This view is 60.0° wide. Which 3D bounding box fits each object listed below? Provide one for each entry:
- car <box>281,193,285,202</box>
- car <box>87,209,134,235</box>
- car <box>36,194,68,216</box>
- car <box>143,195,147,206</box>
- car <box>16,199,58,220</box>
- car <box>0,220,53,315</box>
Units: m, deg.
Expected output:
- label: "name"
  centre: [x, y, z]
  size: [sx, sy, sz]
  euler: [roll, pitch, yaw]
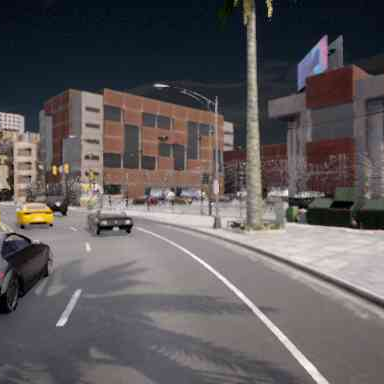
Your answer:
- label: "car"
  centre: [12.517, 1.278, 47.881]
  size: [2.002, 1.452, 4.674]
  euler: [0, 0, -44]
- label: "car"
  centre: [-4.818, 1.603, 19.048]
  size: [1.895, 1.301, 4.718]
  euler: [0, 0, -25]
- label: "car"
  centre: [-13.825, 1.259, 32.014]
  size: [2.150, 2.045, 5.566]
  euler: [0, 0, -41]
- label: "car"
  centre: [-7.302, 1.225, 52.158]
  size: [2.185, 1.767, 4.553]
  euler: [0, 0, -44]
- label: "car"
  centre: [-10.763, 1.510, 22.617]
  size: [1.882, 1.535, 5.008]
  euler: [0, 0, -32]
- label: "car"
  centre: [-4.522, 1.580, 7.425]
  size: [1.994, 1.385, 4.181]
  euler: [0, 0, -11]
